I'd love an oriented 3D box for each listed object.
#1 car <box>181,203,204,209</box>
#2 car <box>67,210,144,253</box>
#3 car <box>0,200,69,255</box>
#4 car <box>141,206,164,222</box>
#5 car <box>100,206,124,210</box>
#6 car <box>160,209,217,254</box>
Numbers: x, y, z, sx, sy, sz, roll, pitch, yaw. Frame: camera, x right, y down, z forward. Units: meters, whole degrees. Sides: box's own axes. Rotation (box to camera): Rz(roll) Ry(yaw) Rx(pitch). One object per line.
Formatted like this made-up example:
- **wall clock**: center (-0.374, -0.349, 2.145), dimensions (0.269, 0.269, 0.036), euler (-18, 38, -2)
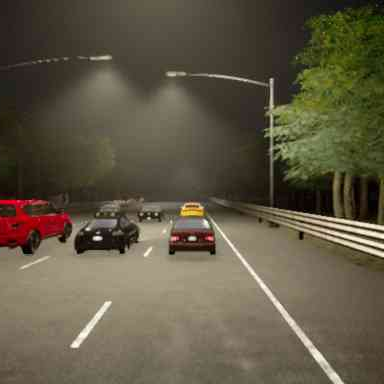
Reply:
- **car**: center (0.032, 1.738, 29.489), dimensions (1.882, 1.535, 5.008), euler (0, 0, 0)
- **car**: center (-3.481, 1.695, 14.272), dimensions (1.994, 1.385, 4.181), euler (0, 0, 0)
- **car**: center (-6.987, 1.345, 14.036), dimensions (2.150, 2.045, 5.566), euler (0, 0, 0)
- **car**: center (-3.473, 1.858, 29.111), dimensions (1.895, 1.301, 4.718), euler (0, 0, 0)
- **car**: center (-6.973, 1.858, 29.113), dimensions (1.895, 1.301, 4.718), euler (0, 0, 0)
- **car**: center (0.014, 1.676, 13.991), dimensions (2.033, 1.411, 5.357), euler (0, 0, 0)
